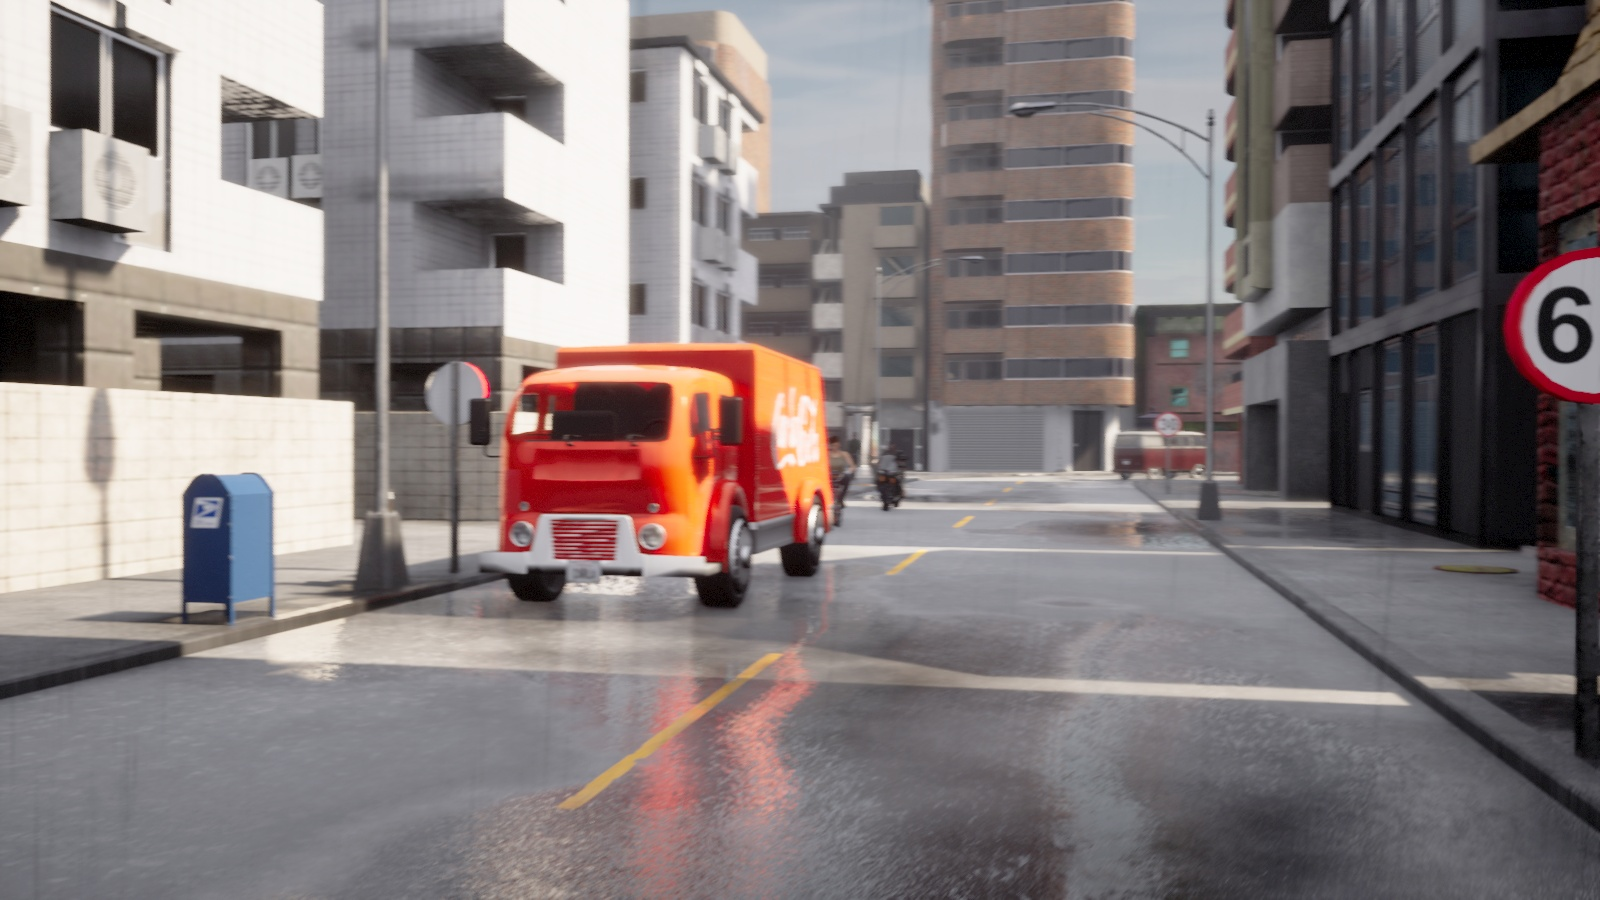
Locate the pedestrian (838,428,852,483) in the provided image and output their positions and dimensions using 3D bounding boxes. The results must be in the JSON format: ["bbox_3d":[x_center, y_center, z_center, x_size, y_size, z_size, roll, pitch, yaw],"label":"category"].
[{"bbox_3d":[1.618,0.198,45.165,0.423,1.949,0.788,0,0,6],"label":"pedestrian"}]

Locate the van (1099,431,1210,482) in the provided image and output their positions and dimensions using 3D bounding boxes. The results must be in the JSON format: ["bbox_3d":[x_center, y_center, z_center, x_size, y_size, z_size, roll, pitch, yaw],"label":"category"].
[{"bbox_3d":[14.323,0.254,50.700,4.442,1.987,1.775,0,0,-32],"label":"van"}]

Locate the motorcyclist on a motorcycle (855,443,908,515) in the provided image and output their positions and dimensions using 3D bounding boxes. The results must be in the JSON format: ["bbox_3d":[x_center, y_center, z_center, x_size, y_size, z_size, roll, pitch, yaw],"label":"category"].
[{"bbox_3d":[1.840,0.624,28.107,0.866,1.530,2.191,0,0,12],"label":"motorcyclist on a motorcycle"}]

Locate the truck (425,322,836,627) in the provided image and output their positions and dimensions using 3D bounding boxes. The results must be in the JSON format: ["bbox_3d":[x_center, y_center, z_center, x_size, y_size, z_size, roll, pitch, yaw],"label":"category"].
[{"bbox_3d":[-1.376,0.179,12.944,2.627,2.467,5.204,0,0,12],"label":"truck"}]

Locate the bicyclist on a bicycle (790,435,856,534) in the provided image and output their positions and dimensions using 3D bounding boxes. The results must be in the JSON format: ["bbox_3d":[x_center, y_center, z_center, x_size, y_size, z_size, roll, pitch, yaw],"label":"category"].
[{"bbox_3d":[0.408,0.560,21.371,0.866,1.612,1.509,0,1,11],"label":"bicyclist on a bicycle"}]
